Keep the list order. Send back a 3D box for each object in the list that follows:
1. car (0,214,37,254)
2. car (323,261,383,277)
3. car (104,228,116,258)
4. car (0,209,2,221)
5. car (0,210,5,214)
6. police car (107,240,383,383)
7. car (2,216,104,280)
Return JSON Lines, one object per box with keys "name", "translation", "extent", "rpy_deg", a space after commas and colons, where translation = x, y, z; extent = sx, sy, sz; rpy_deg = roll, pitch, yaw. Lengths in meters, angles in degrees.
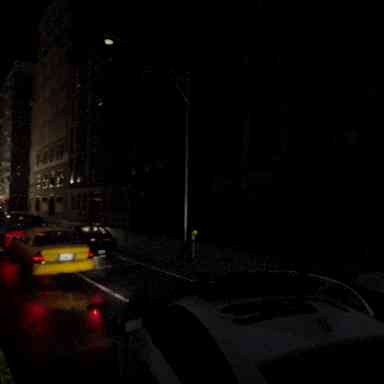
{"name": "car", "translation": [-8.299, 1.994, 15.852], "extent": [1.812, 1.442, 4.674], "rpy_deg": [2, -3, -37]}
{"name": "car", "translation": [1.875, 1.788, 5.326], "extent": [2.008, 1.369, 4.403], "rpy_deg": [2, -3, -37]}
{"name": "car", "translation": [-4.627, 2.006, 13.978], "extent": [2.008, 1.369, 4.403], "rpy_deg": [2, -3, -37]}
{"name": "car", "translation": [-24.132, 2.683, 39.936], "extent": [1.802, 1.307, 4.206], "rpy_deg": [2, -3, -37]}
{"name": "car", "translation": [-14.379, 2.348, 26.957], "extent": [1.947, 1.339, 4.313], "rpy_deg": [2, -3, -37]}
{"name": "police car", "translation": [0.506, 1.556, 3.003], "extent": [1.930, 1.638, 5.238], "rpy_deg": [2, -2, -20]}
{"name": "car", "translation": [-4.906, 1.804, 11.164], "extent": [1.801, 1.575, 5.366], "rpy_deg": [2, -3, -35]}
